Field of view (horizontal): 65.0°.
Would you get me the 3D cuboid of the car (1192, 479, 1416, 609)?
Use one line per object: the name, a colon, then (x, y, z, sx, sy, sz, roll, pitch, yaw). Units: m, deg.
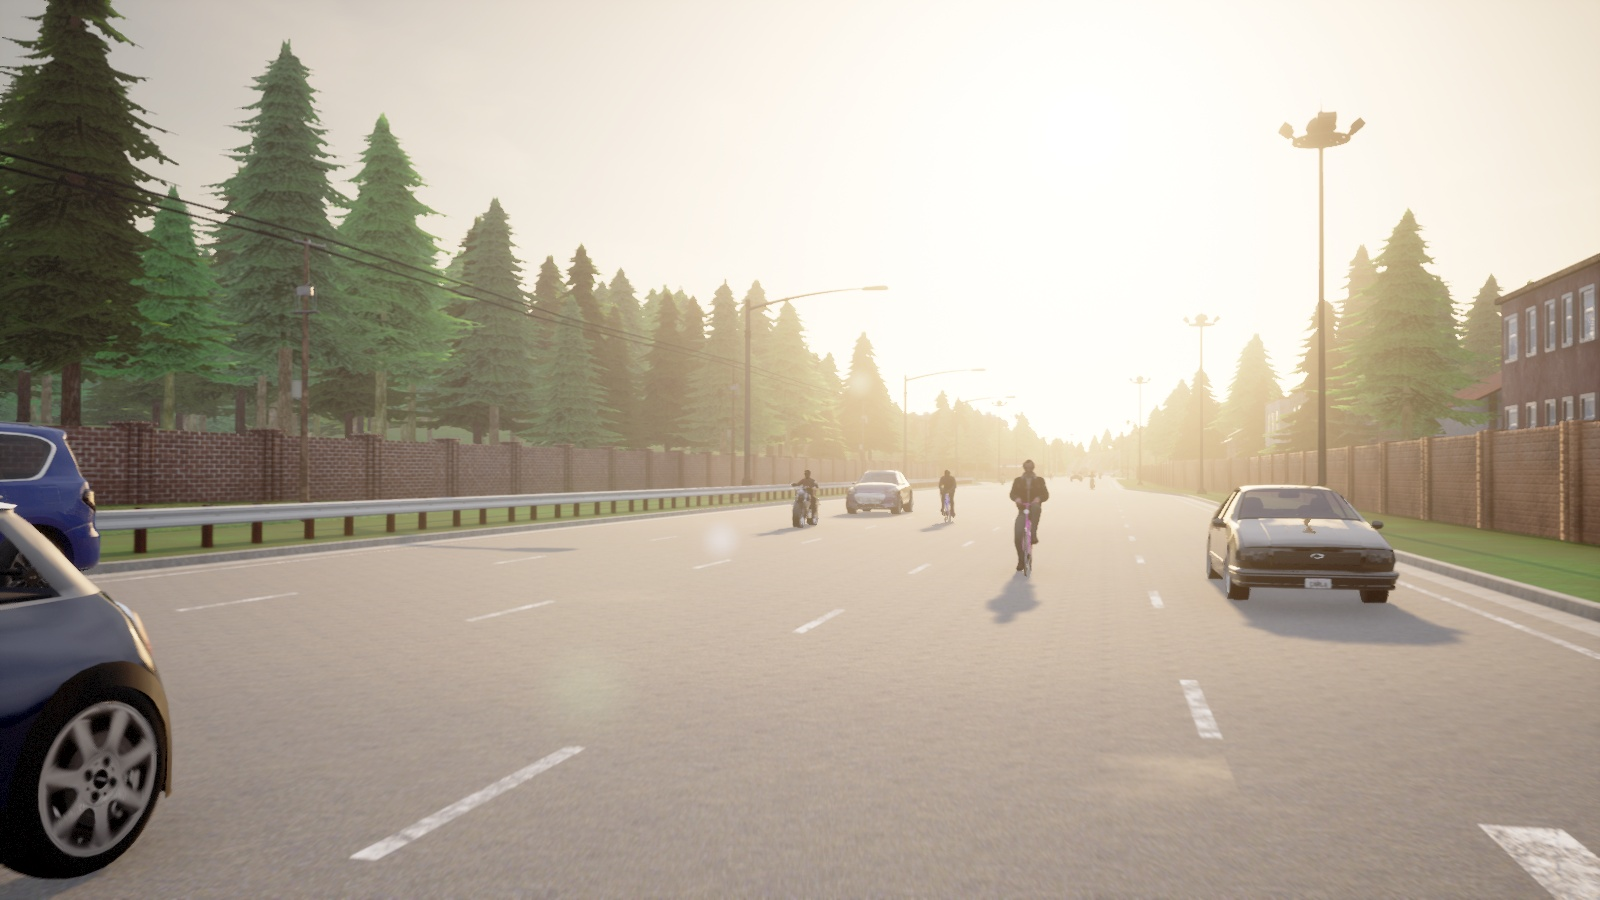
car: (6.520, 1.118, 16.868, 2.033, 1.411, 5.357, 0, -1, 14)

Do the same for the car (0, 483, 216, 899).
car: (-3.887, 0.858, 3.713, 1.970, 1.475, 3.806, 0, -1, 14)

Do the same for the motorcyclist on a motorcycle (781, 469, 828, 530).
motorcyclist on a motorcycle: (0.152, 1.351, 35.107, 0.766, 1.649, 2.350, 0, -1, 14)

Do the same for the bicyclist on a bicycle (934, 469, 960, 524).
bicyclist on a bicycle: (4.464, 1.385, 38.022, 0.582, 1.620, 1.656, 0, -1, 14)

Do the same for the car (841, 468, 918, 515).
car: (3.028, 1.517, 46.920, 2.033, 1.649, 4.856, 0, -1, 14)

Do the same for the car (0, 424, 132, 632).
car: (-9.172, 0.763, 11.595, 2.150, 2.045, 5.566, 0, -1, 13)

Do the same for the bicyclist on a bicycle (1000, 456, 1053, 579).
bicyclist on a bicycle: (3.465, 0.991, 19.121, 0.659, 1.776, 1.843, 0, -1, 14)
